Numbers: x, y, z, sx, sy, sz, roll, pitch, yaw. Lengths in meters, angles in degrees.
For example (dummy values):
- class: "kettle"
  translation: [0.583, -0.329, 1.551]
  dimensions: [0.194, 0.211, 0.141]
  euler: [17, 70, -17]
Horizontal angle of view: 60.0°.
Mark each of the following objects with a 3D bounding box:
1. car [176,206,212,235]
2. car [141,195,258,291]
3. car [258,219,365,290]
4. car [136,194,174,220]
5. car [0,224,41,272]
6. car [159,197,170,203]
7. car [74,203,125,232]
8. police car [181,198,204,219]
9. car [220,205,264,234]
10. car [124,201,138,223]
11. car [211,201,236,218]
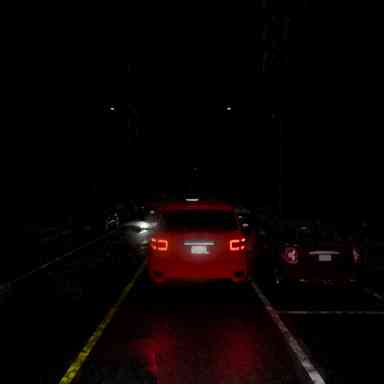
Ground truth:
- class: "car"
  translation: [0.121, 1.602, 19.944]
  dimensions: [1.895, 1.301, 4.718]
  euler: [0, 0, 0]
- class: "car"
  translation: [0.114, 1.221, 9.174]
  dimensions: [2.150, 2.045, 5.566]
  euler: [0, 0, 0]
- class: "car"
  translation: [2.864, 1.440, 9.088]
  dimensions: [1.967, 1.590, 4.097]
  euler: [0, 0, 0]
- class: "car"
  translation: [-3.005, 1.225, 28.184]
  dimensions: [2.150, 2.045, 5.566]
  euler: [0, 0, 1]
- class: "car"
  translation: [-5.661, 1.582, 9.097]
  dimensions: [1.802, 1.307, 4.206]
  euler: [0, 0, 0]
- class: "car"
  translation: [-5.561, 1.625, 68.206]
  dimensions: [1.802, 1.307, 4.206]
  euler: [0, 0, 0]
- class: "car"
  translation: [-5.649, 1.567, 20.100]
  dimensions: [1.947, 1.339, 4.313]
  euler: [0, 0, 0]
- class: "police car"
  translation: [0.033, 1.428, 30.207]
  dimensions: [1.930, 1.638, 5.238]
  euler: [0, 0, 0]
- class: "car"
  translation: [2.876, 1.551, 20.090]
  dimensions: [2.008, 1.369, 4.403]
  euler: [0, 0, 0]
- class: "car"
  translation: [-5.644, 1.584, 25.601]
  dimensions: [1.802, 1.307, 4.206]
  euler: [0, 0, 0]
- class: "car"
  translation: [2.888, 1.569, 31.093]
  dimensions: [1.947, 1.339, 4.313]
  euler: [0, 0, 0]
